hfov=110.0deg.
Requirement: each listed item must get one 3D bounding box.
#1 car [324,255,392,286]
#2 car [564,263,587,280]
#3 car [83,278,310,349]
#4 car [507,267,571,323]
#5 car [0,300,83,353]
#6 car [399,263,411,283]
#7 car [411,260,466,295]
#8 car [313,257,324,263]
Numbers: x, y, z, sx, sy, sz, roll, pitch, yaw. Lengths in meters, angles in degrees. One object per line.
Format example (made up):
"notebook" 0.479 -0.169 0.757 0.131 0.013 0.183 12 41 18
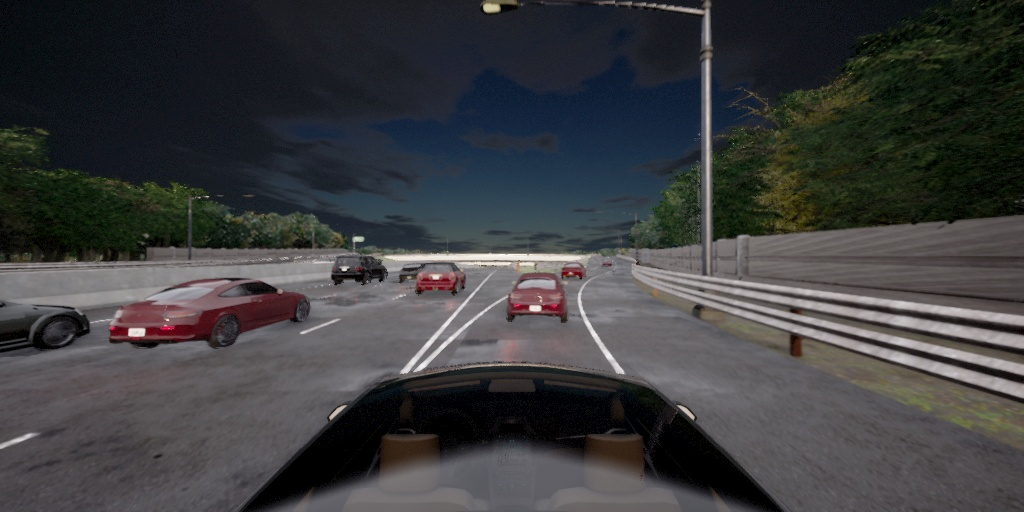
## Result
"car" -10.810 0.979 25.710 2.150 2.045 5.566 0 0 -1
"car" 5.785 1.348 33.211 1.882 1.535 5.008 -1 -1 17
"car" -7.050 1.262 9.005 1.812 1.442 4.674 0 0 -1
"car" 0.928 1.283 12.203 1.812 1.442 4.674 0 0 7
"car" -10.509 1.287 6.307 1.994 1.385 4.181 0 0 -1
"car" -7.344 1.284 27.873 1.837 1.490 4.892 0 0 -1
"car" -3.819 1.112 19.960 2.097 1.767 4.553 0 0 -1
"car" -25.342 1.148 49.343 2.150 2.045 5.566 0 -1 0
